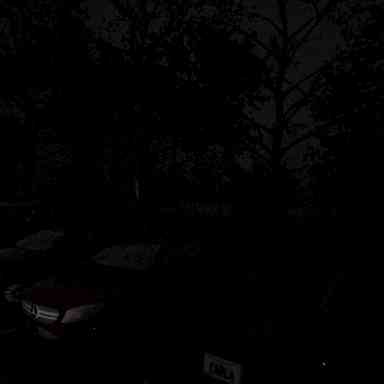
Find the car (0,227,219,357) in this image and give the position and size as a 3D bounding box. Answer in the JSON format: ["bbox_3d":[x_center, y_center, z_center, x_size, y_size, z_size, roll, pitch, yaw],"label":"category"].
[{"bbox_3d":[-0.781,1.514,6.320,2.002,1.452,4.674,0,0,35],"label":"car"}]

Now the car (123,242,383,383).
[{"bbox_3d":[1.605,1.511,4.650,2.163,1.488,4.792,0,0,36],"label":"car"}]

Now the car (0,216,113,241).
[{"bbox_3d":[-3.049,1.501,7.937,2.002,1.452,4.674,0,0,35],"label":"car"}]

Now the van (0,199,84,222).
[{"bbox_3d":[-5.299,1.223,9.384,1.878,1.987,4.442,0,1,35],"label":"van"}]
